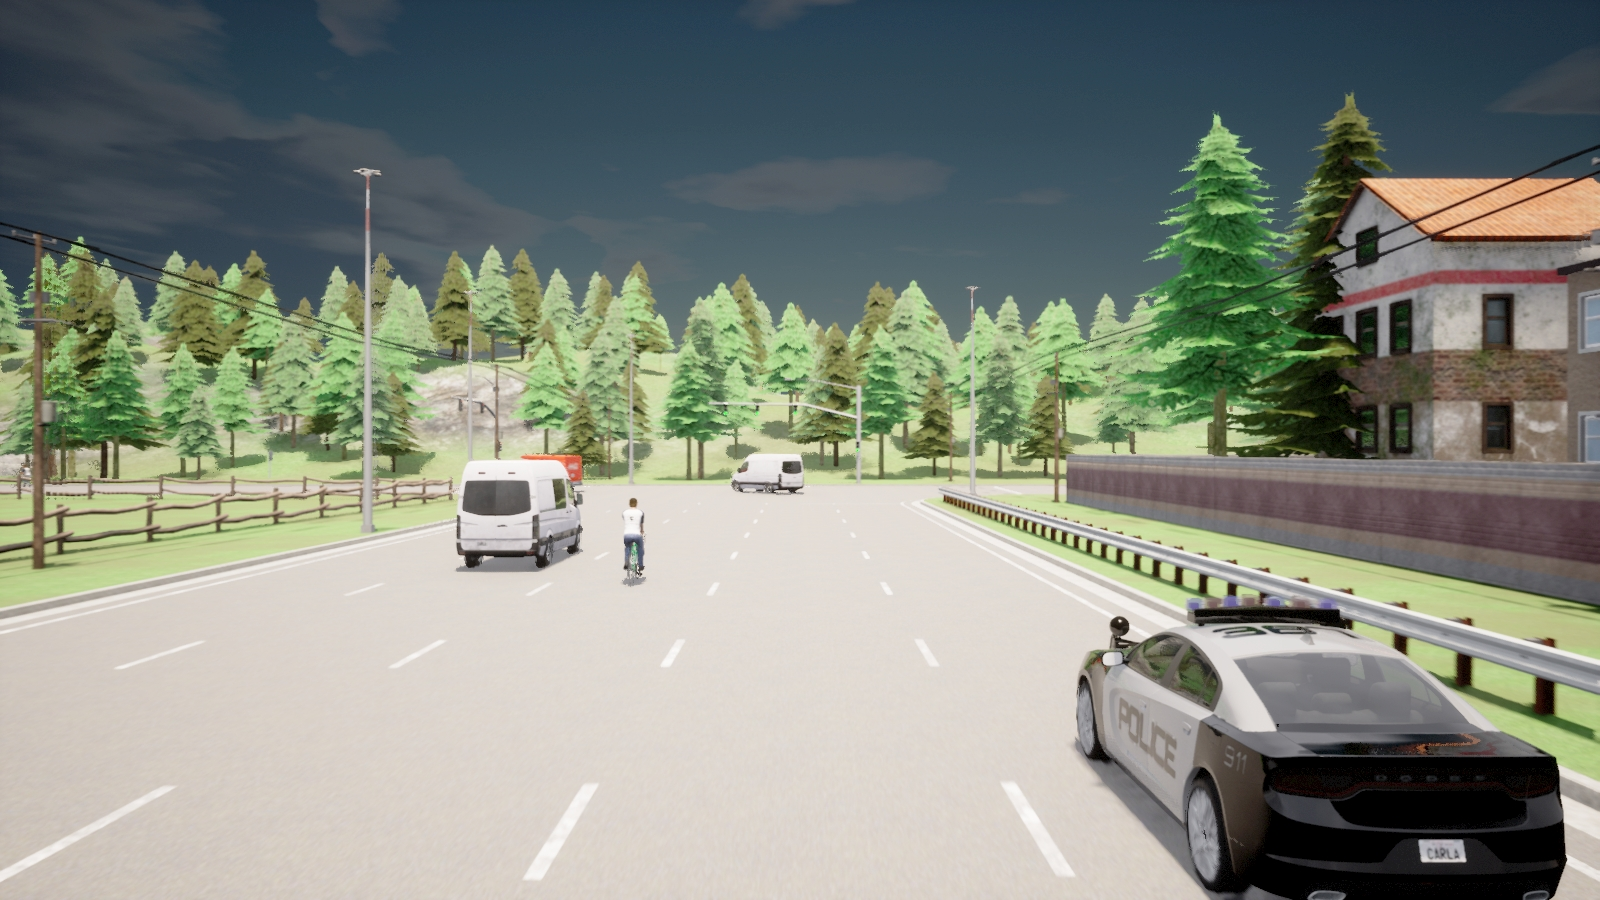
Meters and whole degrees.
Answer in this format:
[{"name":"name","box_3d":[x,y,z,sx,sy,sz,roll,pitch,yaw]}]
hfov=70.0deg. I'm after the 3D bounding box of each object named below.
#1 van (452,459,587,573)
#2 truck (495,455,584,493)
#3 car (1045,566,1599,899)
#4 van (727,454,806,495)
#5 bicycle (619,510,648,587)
[{"name":"van","box_3d":[-6.994,1.535,29.199,1.988,2.561,5.915,0,0,0]},{"name":"truck","box_3d":[-17.368,1.572,76.197,5.204,2.467,2.627,0,-1,20]},{"name":"car","box_3d":[3.500,1.982,8.813,2.097,1.638,5.238,0,0,0]},{"name":"van","box_3d":[-2.239,1.535,74.318,1.988,2.561,5.915,0,0,-37]},{"name":"bicycle","box_3d":[-3.499,2.056,24.139,0.373,1.496,1.643,0,0,0]}]
